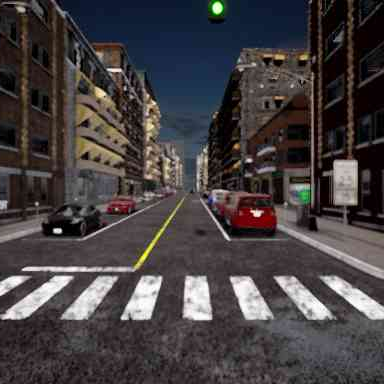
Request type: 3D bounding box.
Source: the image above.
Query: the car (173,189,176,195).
[{"bbox_3d":[-5.647,-0.047,76.994,2.192,1.841,5.009,1,1,0],"label":"car"}]

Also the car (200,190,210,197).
[{"bbox_3d":[2.727,0.275,71.473,1.887,1.381,4.507,1,1,0],"label":"car"}]

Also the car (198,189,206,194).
[{"bbox_3d":[2.733,-0.037,93.564,1.947,1.339,4.313,1,1,0],"label":"car"}]

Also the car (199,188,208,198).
[{"bbox_3d":[2.724,0.473,60.425,1.947,1.339,4.313,1,1,0],"label":"car"}]

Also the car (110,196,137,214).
[{"bbox_3d":[-5.667,1.009,27.292,1.887,1.381,4.507,1,1,0],"label":"car"}]

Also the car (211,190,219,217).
[{"bbox_3d":[2.716,0.885,21.764,2.192,1.841,5.009,1,1,0],"label":"car"}]

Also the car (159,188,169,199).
[{"bbox_3d":[-5.657,0.483,60.427,1.802,1.307,4.206,1,1,0],"label":"car"}]

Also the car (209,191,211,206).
[{"bbox_3d":[2.715,0.911,27.290,1.967,1.590,4.097,1,1,0],"label":"car"}]

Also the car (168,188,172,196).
[{"bbox_3d":[-5.651,0.127,65.946,2.192,1.841,5.009,1,1,0],"label":"car"}]

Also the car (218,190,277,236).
[{"bbox_3d":[2.713,0.987,16.241,2.192,1.841,5.009,1,1,0],"label":"car"}]

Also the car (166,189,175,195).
[{"bbox_3d":[-5.648,0.037,88.042,1.947,1.339,4.313,1,1,0],"label":"car"}]

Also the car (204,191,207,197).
[{"bbox_3d":[2.716,0.860,38.335,1.802,1.307,4.206,1,1,0],"label":"car"}]

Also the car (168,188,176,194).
[{"bbox_3d":[-5.644,-0.169,93.564,1.967,1.590,4.097,1,1,0],"label":"car"}]

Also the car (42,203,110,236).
[{"bbox_3d":[-5.671,1.232,16.245,1.947,1.339,4.313,1,1,0],"label":"car"}]

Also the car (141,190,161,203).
[{"bbox_3d":[-5.662,0.729,43.859,2.008,1.369,4.403,1,1,0],"label":"car"}]

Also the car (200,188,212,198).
[{"bbox_3d":[2.729,0.133,65.945,2.192,1.841,5.009,1,1,0],"label":"car"}]

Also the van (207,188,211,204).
[{"bbox_3d":[2.718,0.715,32.808,1.690,1.788,3.998,1,1,0],"label":"van"}]
